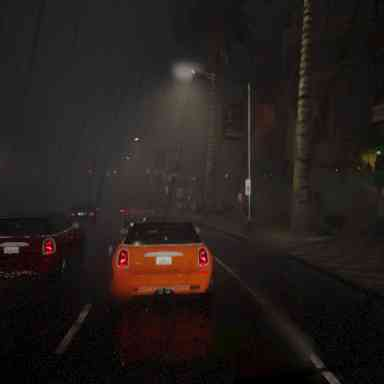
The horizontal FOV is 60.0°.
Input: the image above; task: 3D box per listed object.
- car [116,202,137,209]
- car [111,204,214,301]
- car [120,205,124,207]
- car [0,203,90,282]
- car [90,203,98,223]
[{"bbox_3d":[-5.167,1.525,27.103,1.812,1.442,4.674,0,0,-15],"label":"car"},{"bbox_3d":[-0.797,1.352,8.575,2.097,1.767,4.553,0,0,-7],"label":"car"},{"bbox_3d":[-2.794,1.601,18.309,1.895,1.301,4.718,0,0,-14],"label":"car"},{"bbox_3d":[-4.494,1.353,9.777,2.097,1.767,4.553,0,0,-9],"label":"car"},{"bbox_3d":[-8.097,1.547,24.943,2.033,1.411,5.357,0,0,-15],"label":"car"}]
